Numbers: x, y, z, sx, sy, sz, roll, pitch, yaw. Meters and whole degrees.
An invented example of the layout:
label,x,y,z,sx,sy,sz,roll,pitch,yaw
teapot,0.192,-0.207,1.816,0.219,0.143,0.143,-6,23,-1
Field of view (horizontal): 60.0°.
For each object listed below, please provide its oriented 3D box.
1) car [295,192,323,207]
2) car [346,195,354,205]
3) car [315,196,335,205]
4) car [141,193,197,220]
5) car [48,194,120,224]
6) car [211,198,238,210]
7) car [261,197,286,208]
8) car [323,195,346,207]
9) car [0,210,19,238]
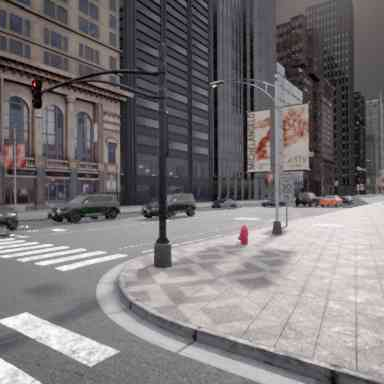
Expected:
label,x,y,z,sx,sy,sz,roll,pitch,yaw
car,16.759,1.082,48.374,2.150,2.045,5.566,-1,0,36
car,25.282,1.331,54.739,1.837,1.490,4.892,-1,0,35
car,22.851,1.396,56.930,2.033,1.411,5.357,-1,0,35
car,-1.803,1.159,28.224,2.150,2.045,5.566,-1,0,35
car,-7.972,1.202,25.162,2.150,2.045,5.566,-1,0,35
car,4.175,1.494,42.206,1.994,1.385,4.181,-1,0,36
car,11.597,1.439,46.953,2.033,1.411,5.357,-1,0,36
car,19.897,1.187,47.174,2.097,1.767,4.553,-1,0,36
car,-10.780,1.488,15.604,1.837,1.490,4.892,-1,0,35
